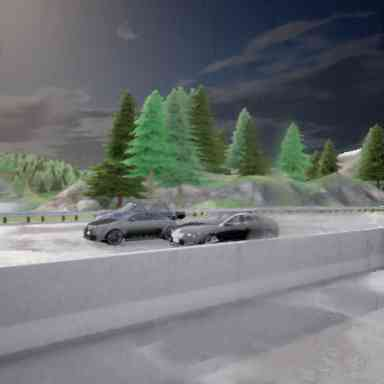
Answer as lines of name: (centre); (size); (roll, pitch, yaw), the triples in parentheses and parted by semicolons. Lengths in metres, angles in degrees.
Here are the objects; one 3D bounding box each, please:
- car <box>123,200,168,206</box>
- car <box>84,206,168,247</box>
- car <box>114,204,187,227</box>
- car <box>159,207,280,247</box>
car: (-3.156, 1.310, 18.774); (4.553, 1.767, 2.097); (1, 0, -34)
car: (-2.620, 1.528, 14.903); (4.181, 1.385, 1.994); (1, 0, -34)
car: (-2.839, 1.565, 23.249); (4.718, 1.301, 1.895); (1, 0, -34)
car: (1.445, 1.511, 13.453); (4.902, 1.511, 2.128); (1, 0, -34)
